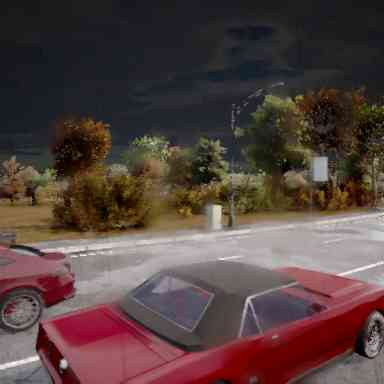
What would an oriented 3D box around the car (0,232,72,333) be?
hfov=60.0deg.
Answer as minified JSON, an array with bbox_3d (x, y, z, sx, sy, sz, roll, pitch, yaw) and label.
[{"bbox_3d":[-4.294,1.532,5.292,4.674,1.442,1.812,0,0,-36],"label":"car"}]

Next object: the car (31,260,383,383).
[{"bbox_3d":[0.707,1.604,4.306,4.718,1.301,1.895,0,0,-36],"label":"car"}]

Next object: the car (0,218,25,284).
[{"bbox_3d":[-6.790,1.514,7.795,4.892,1.490,1.837,0,0,-36],"label":"car"}]
